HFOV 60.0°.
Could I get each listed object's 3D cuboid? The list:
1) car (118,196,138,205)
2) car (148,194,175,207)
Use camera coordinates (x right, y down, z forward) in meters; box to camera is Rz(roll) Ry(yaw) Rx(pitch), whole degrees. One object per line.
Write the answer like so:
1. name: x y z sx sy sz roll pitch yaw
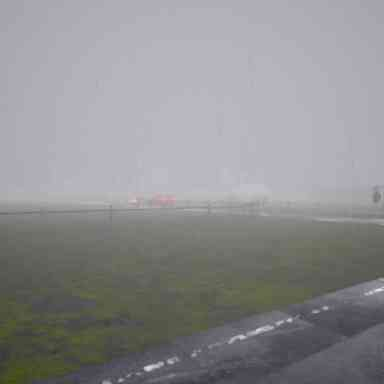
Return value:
1. car: -11.942 1.555 62.063 1.882 1.535 5.008 2 -1 -41
2. car: -5.016 1.313 53.986 2.150 2.045 5.566 2 -1 -40
